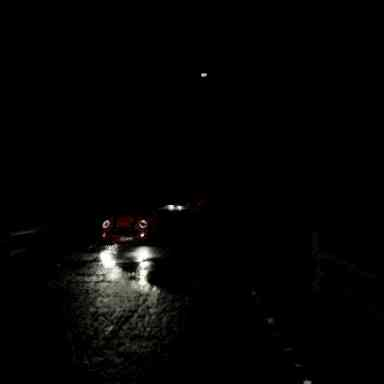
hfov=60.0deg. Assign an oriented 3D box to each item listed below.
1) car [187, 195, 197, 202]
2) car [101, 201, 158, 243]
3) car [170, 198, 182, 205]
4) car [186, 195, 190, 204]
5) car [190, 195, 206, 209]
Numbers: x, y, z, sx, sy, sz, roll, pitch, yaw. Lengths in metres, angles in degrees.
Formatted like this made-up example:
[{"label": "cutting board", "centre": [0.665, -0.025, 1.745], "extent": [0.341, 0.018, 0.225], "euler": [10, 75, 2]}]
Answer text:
[{"label": "car", "centre": [-0.017, 1.441, 74.602], "extent": [2.128, 1.511, 4.902], "euler": [0, 0, 0]}, {"label": "car", "centre": [-2.853, 1.359, 15.976], "extent": [2.097, 1.767, 4.553], "euler": [0, 0, 0]}, {"label": "car", "centre": [-2.806, 1.635, 58.463], "extent": [1.895, 1.301, 4.718], "euler": [0, 0, 1]}, {"label": "car", "centre": [-0.014, 1.390, 63.553], "extent": [2.097, 1.767, 4.553], "euler": [0, 0, 0]}, {"label": "car", "centre": [0.952, 1.503, 46.013], "extent": [1.882, 1.535, 5.008], "euler": [0, 0, 0]}]
